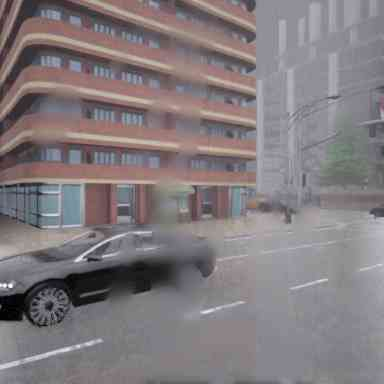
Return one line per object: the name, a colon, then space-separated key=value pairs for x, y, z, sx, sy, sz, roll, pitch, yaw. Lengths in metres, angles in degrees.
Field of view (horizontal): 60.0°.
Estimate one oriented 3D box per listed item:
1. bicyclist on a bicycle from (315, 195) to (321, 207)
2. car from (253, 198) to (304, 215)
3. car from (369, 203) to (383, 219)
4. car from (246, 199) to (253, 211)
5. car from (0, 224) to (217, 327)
bicyclist on a bicycle: x=17.784 y=1.301 z=46.920 sx=1.656 sy=1.620 sz=0.582 roll=0 pitch=0 yaw=-36
car: x=8.774 y=1.505 z=33.030 sx=1.837 sy=1.490 sz=4.892 roll=0 pitch=0 yaw=-36
car: x=17.205 y=1.525 z=27.468 sx=1.812 sy=1.442 sz=4.674 roll=0 pitch=0 yaw=-36
car: x=8.345 y=1.478 z=39.530 sx=1.882 sy=1.535 sz=5.008 roll=0 pitch=0 yaw=-36
car: x=-1.694 y=1.491 z=7.096 sx=4.902 sy=1.511 sz=2.128 roll=0 pitch=0 yaw=-36
